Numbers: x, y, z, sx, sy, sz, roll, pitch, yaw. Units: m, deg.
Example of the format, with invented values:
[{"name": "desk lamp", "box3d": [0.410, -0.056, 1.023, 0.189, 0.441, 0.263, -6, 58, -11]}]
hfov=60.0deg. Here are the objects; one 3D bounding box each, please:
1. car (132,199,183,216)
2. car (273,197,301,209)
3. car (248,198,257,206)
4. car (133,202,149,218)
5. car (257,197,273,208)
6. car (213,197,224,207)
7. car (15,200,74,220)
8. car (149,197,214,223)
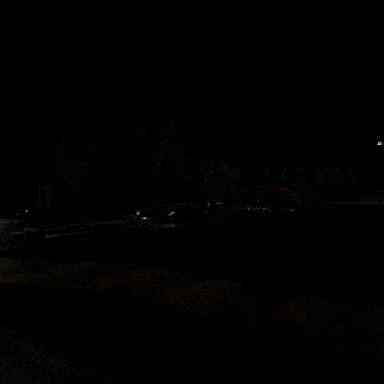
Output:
[{"name": "car", "box3d": [-3.323, 1.468, 33.366, 2.033, 1.411, 5.357, 0, 0, 36]}, {"name": "car", "box3d": [12.810, 1.454, 43.630, 1.837, 1.490, 4.892, 0, 0, 36]}, {"name": "car", "box3d": [10.614, 1.523, 52.443, 1.895, 1.301, 4.718, 0, 0, 37]}, {"name": "car", "box3d": [-2.808, 1.424, 28.117, 2.128, 1.511, 4.902, 0, 0, 36]}, {"name": "car", "box3d": [11.527, 1.535, 47.789, 1.895, 1.301, 4.718, 0, 0, 36]}, {"name": "car", "box3d": [2.606, 1.456, 47.467, 2.033, 1.411, 5.357, 0, 0, 36]}, {"name": "car", "box3d": [-11.996, 1.433, 27.373, 1.812, 1.442, 4.674, 0, 0, 36]}, {"name": "car", "box3d": [-0.666, 1.423, 25.110, 1.882, 1.535, 5.008, 0, 0, 36]}]
